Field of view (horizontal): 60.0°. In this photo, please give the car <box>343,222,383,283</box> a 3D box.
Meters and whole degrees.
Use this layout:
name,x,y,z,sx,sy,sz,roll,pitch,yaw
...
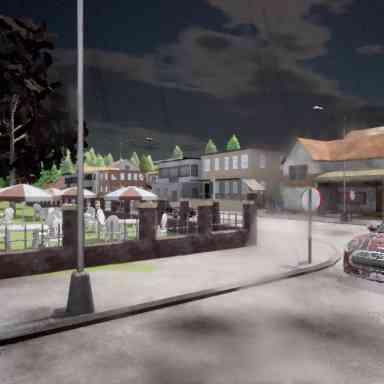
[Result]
name,x,y,z,sx,sy,sz,roll,pitch,yaw
car,6.071,1.352,8.925,4.553,1.767,2.097,0,0,-35

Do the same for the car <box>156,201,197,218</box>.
name,x,y,z,sx,sy,sz,roll,pitch,yaw
car,-1.769,1.547,30.146,2.033,1.411,5.357,0,0,-35

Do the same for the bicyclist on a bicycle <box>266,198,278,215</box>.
name,x,y,z,sx,sy,sz,roll,pitch,yaw
bicyclist on a bicycle,7.603,1.349,31.457,1.656,1.620,0.582,0,0,-35

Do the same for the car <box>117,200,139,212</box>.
name,x,y,z,sx,sy,sz,roll,pitch,yaw
car,-7.651,1.352,38.437,2.097,1.767,4.553,0,0,-35
